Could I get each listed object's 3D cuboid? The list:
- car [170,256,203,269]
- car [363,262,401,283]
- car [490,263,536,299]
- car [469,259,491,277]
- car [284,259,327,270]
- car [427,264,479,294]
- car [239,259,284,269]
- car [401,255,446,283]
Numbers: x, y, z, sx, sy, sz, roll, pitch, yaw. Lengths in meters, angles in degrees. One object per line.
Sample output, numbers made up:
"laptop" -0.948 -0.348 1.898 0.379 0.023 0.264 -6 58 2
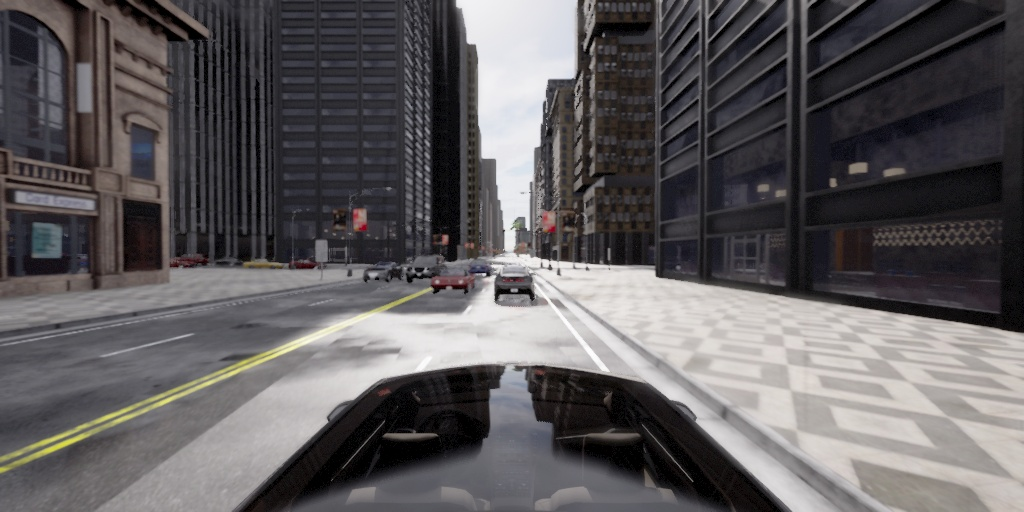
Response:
"car" -42.911 0.967 45.771 4.507 1.381 1.888 0 0 0
"car" -9.753 1.214 27.540 2.128 1.511 4.902 0 0 0
"car" 0.099 1.236 17.780 1.837 1.490 4.892 0 0 0
"car" -3.182 1.061 35.607 2.097 1.767 4.553 0 0 -1
"car" -26.036 1.107 45.871 4.507 1.381 1.888 0 0 0
"car" -3.151 1.330 20.227 1.895 1.301 4.718 0 0 0
"car" -31.492 1.042 45.838 4.829 1.417 1.751 0 0 0
"car" -6.500 0.948 27.829 2.150 2.045 5.566 0 0 0
